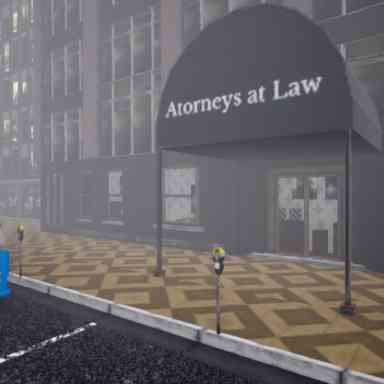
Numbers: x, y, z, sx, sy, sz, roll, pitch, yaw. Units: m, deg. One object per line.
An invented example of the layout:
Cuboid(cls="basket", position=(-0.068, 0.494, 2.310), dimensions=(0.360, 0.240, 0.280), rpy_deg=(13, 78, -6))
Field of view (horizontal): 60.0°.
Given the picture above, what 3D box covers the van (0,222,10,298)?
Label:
Cuboid(cls="van", position=(-5.327, 1.341, 6.698), dimensions=(3.998, 1.788, 1.690), rpy_deg=(0, 0, 36))
